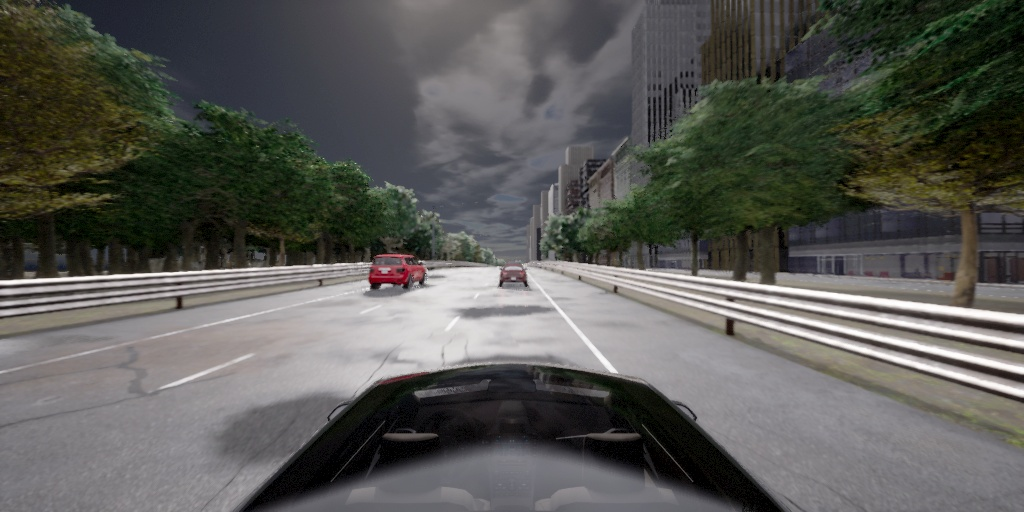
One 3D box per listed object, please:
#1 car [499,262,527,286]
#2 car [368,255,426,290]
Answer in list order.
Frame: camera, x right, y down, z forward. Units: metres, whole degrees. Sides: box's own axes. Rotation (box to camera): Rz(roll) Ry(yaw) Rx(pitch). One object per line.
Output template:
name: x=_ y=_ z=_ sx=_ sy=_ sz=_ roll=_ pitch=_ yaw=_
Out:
car: x=0.093 y=1.252 z=24.928 sx=1.812 sy=1.442 sz=4.674 roll=0 pitch=0 yaw=0
car: x=-6.907 y=0.950 z=22.123 sx=2.150 sy=2.045 sz=5.566 roll=0 pitch=0 yaw=0
